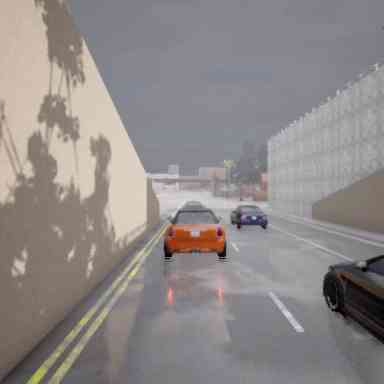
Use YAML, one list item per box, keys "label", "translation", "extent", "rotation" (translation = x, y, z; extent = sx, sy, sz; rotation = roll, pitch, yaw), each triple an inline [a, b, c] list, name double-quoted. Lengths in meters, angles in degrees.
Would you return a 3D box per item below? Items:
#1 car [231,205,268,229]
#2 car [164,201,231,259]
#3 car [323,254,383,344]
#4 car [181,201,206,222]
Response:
- label: "car"
  translation: [3.608, 1.559, 21.752]
  extent: [2.033, 1.411, 5.357]
  rotation: [0, 0, 0]
- label: "car"
  translation: [0.106, 1.360, 12.831]
  extent: [2.097, 1.767, 4.553]
  rotation: [0, 0, 0]
- label: "car"
  translation: [3.603, 1.567, 4.991]
  extent: [1.994, 1.385, 4.181]
  rotation: [0, 0, 0]
- label: "car"
  translation: [0.112, 1.521, 27.431]
  extent: [1.837, 1.490, 4.892]
  rotation: [0, 0, 0]
